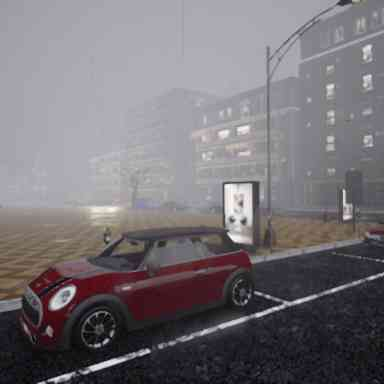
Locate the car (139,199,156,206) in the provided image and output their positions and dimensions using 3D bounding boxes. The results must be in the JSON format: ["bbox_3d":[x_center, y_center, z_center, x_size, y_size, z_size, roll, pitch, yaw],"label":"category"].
[{"bbox_3d":[-9.253,2.140,68.777,1.802,1.307,4.206,-2,0,-36],"label":"car"}]

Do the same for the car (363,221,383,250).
[{"bbox_3d":[8.136,1.464,12.506,4.206,1.307,1.802,-1,0,-36],"label":"car"}]

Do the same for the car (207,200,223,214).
[{"bbox_3d":[3.720,1.758,36.828,2.008,1.369,4.403,-2,0,-36],"label":"car"}]

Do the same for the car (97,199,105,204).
[{"bbox_3d":[-22.469,2.450,86.710,1.947,1.339,4.313,-2,0,-36],"label":"car"}]

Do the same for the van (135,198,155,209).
[{"bbox_3d":[-7.410,1.822,52.094,1.690,1.788,3.998,-2,0,-36],"label":"van"}]

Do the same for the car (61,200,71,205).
[{"bbox_3d":[-32.518,2.646,86.222,1.887,1.381,4.507,-2,0,-36],"label":"car"}]

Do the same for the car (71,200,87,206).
[{"bbox_3d":[-25.910,2.488,77.256,2.008,1.369,4.403,-2,0,-36],"label":"car"}]

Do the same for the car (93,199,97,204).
[{"bbox_3d":[-25.773,2.511,91.193,1.887,1.381,4.507,-2,0,-36],"label":"car"}]

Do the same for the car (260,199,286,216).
[{"bbox_3d":[7.024,1.678,32.344,2.008,1.369,4.403,-2,0,-36],"label":"car"}]

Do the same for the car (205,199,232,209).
[{"bbox_3d":[4.025,1.814,50.891,1.802,1.307,4.206,-2,0,-36],"label":"car"}]

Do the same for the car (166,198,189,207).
[{"bbox_3d":[-2.646,1.836,59.812,1.967,1.590,4.097,-2,0,-36],"label":"car"}]

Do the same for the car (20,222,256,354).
[{"bbox_3d":[-0.812,1.416,6.011,4.097,1.590,1.967,-1,0,-36],"label":"car"}]

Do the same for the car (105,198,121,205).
[{"bbox_3d":[-19.169,2.243,82.226,1.967,1.590,4.097,-2,0,-36],"label":"car"}]

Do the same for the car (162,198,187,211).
[{"bbox_3d":[-2.430,1.903,45.251,1.887,1.381,4.507,-2,0,-36],"label":"car"}]
